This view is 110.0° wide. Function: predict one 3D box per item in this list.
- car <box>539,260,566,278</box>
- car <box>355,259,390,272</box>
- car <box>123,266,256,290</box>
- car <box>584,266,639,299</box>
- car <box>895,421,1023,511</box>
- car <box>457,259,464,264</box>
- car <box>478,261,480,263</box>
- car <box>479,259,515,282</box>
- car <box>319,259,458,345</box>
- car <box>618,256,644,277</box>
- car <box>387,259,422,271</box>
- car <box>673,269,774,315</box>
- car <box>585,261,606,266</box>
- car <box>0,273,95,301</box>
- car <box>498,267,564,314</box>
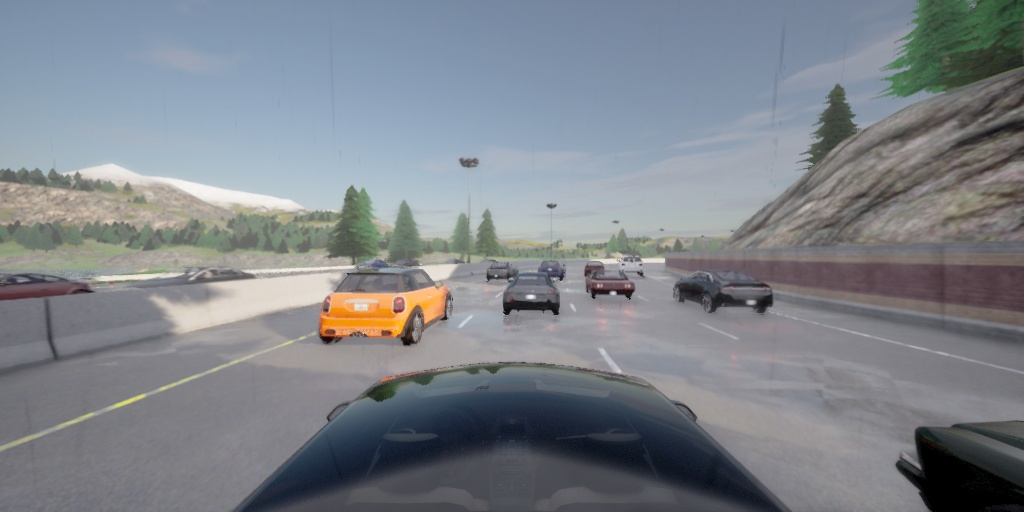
[{"bbox_3d":[3.476,1.087,30.769,2.097,1.767,4.553,0,0,12],"label":"car"},{"bbox_3d":[-17.977,1.182,46.436,1.812,1.442,4.674,0,0,17],"label":"car"},{"bbox_3d":[-13.314,1.190,15.184,2.128,1.511,4.902,0,0,6],"label":"car"},{"bbox_3d":[4.757,1.351,18.051,1.895,1.301,4.718,0,0,7],"label":"car"},{"bbox_3d":[3.651,1.363,0.337,1.895,1.301,4.718,0,0,0],"label":"car"},{"bbox_3d":[-8.727,1.156,52.367,1.882,1.535,5.008,0,0,19],"label":"car"},{"bbox_3d":[-3.864,1.196,55.446,1.837,1.490,4.892,0,0,21],"label":"car"},{"bbox_3d":[-0.669,1.216,28.020,2.128,1.511,4.902,0,0,11],"label":"car"},{"bbox_3d":[-3.034,1.086,9.629,2.097,1.767,4.553,0,0,3],"label":"car"},{"bbox_3d":[12.101,0.977,36.521,2.150,2.045,5.566,0,0,16],"label":"car"},{"bbox_3d":[-14.054,1.160,47.262,2.128,1.511,4.902,0,0,17],"label":"car"},{"bbox_3d":[7.819,1.254,13.777,2.128,1.511,4.902,0,0,6],"label":"car"},{"bbox_3d":[8.269,1.222,35.686,1.882,1.535,5.008,0,0,15],"label":"car"},{"bbox_3d":[-17.087,1.254,12.000,1.994,1.385,4.181,0,0,4],"label":"car"},{"bbox_3d":[0.792,1.306,13.717,1.994,1.385,4.181,0,0,5],"label":"car"}]
